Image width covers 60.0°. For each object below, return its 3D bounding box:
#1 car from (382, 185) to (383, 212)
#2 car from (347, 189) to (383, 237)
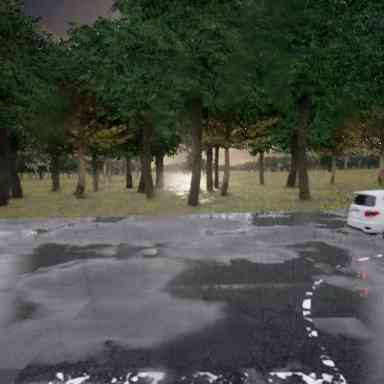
[{"bbox_3d":[14.756,0.428,20.825,4.553,1.767,2.097,-1,3,0],"label":"car"},{"bbox_3d":[9.438,0.918,13.833,5.566,2.045,2.150,-1,3,0],"label":"car"}]
